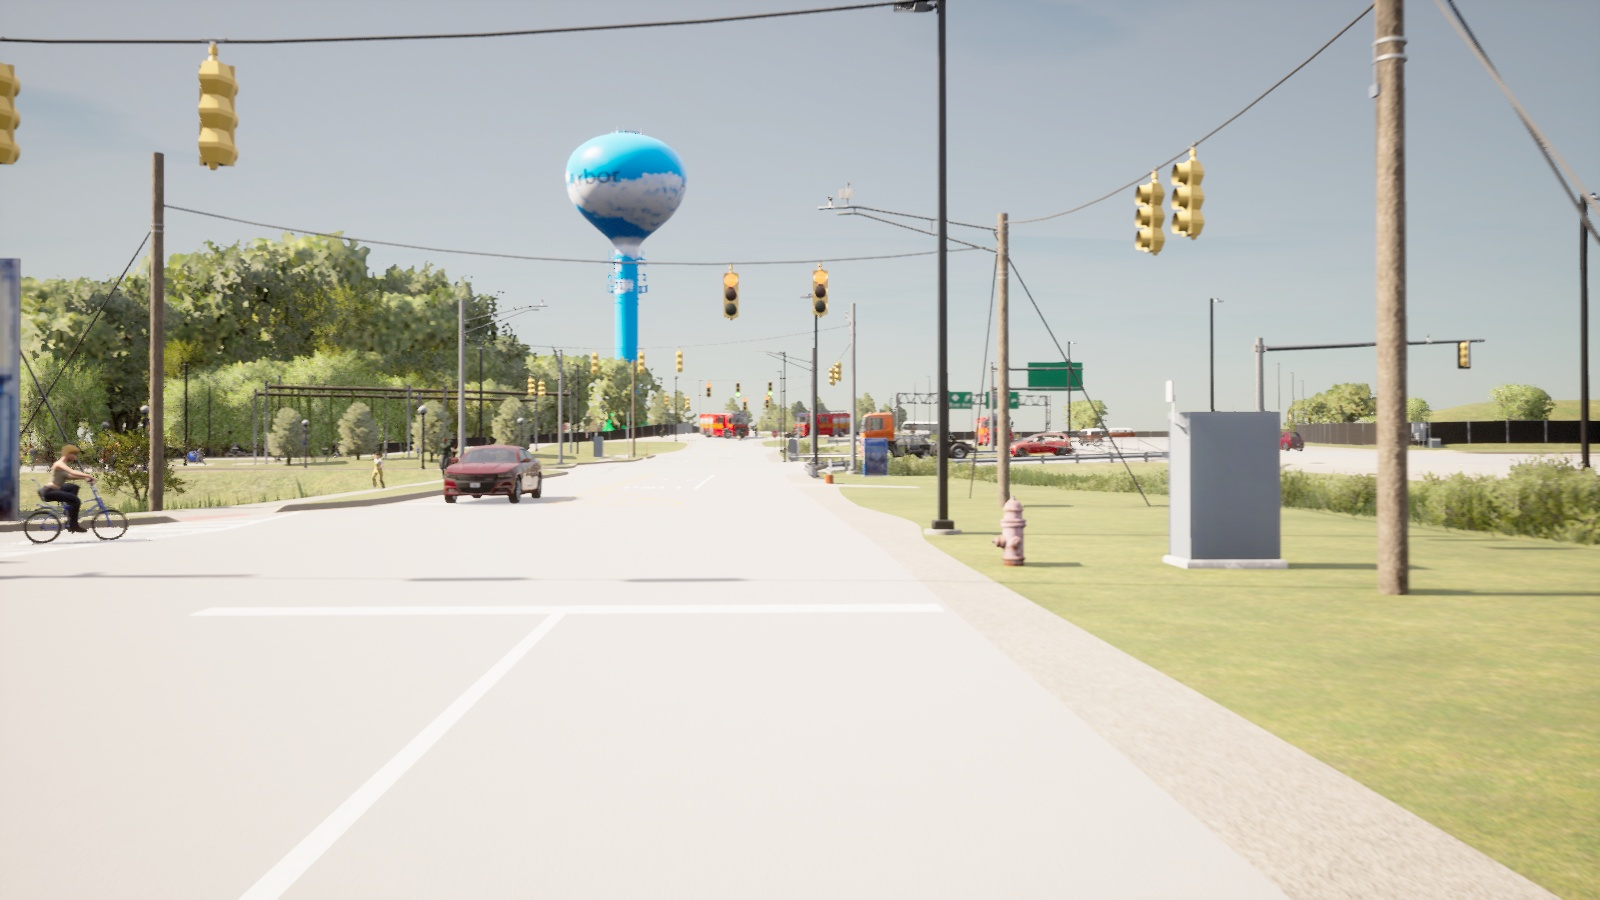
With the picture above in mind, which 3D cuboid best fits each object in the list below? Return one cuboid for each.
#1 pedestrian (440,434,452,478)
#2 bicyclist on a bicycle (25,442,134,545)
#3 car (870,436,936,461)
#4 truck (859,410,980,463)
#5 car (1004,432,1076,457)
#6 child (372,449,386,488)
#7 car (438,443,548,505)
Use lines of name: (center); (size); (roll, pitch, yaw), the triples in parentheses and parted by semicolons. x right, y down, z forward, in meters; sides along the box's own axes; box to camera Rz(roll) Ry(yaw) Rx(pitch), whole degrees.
pedestrian: (-14.931, 0.259, 52.921); (0.353, 1.847, 0.614); (0, -1, -3)
bicyclist on a bicycle: (-11.804, 0.698, 20.602); (1.509, 1.612, 0.866); (-1, -2, -30)
car: (7.335, -0.138, 89.919); (4.553, 1.767, 2.097); (0, 1, 1)
truck: (8.173, -0.946, 86.338); (7.936, 3.462, 2.891); (-1, 1, -2)
car: (17.198, -0.409, 90.172); (4.611, 1.667, 2.242); (-2, 1, -2)
child: (-13.933, 0.618, 41.583); (0.270, 1.263, 0.437); (0, -1, 11)
car: (-8.171, 0.588, 33.833); (1.882, 1.535, 5.008); (0, 0, -2)
